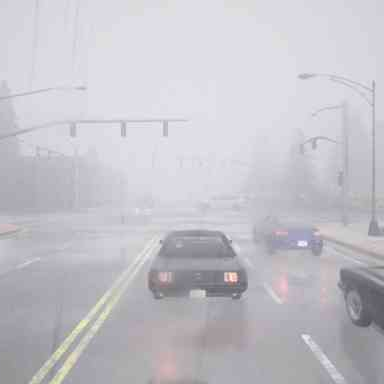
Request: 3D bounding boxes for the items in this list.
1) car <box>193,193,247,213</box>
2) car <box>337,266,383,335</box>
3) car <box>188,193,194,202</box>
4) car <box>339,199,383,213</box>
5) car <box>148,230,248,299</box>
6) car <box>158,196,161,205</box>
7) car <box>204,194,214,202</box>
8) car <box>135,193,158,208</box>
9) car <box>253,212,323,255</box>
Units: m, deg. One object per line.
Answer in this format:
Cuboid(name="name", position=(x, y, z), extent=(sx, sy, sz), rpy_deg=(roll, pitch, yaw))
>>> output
Cuboid(name="car", position=(3.246, 1.222, 36.360), extent=(5.566, 2.045, 2.150), rpy_deg=(0, 0, 4))
Cuboid(name="car", position=(3.614, 1.601, 4.071), extent=(1.895, 1.301, 4.718), rpy_deg=(0, 0, 0))
Cuboid(name="car", position=(0.329, 1.225, 74.954), extent=(2.150, 2.045, 5.566), rpy_deg=(0, 0, 0))
Cuboid(name="car", position=(18.667, 1.477, 36.140), extent=(5.008, 1.535, 1.882), rpy_deg=(0, 0, 0))
Cuboid(name="car", position=(0.099, 1.601, 8.383), extent=(1.895, 1.301, 4.718), rpy_deg=(0, 0, 0))
Cuboid(name="car", position=(-6.809, 1.352, 59.025), extent=(2.097, 1.767, 4.553), rpy_deg=(0, 0, 1))
Cuboid(name="car", position=(3.833, 1.355, 75.059), extent=(2.097, 1.767, 4.553), rpy_deg=(0, 0, 0))
Cuboid(name="car", position=(-6.860, 1.221, 49.014), extent=(2.150, 2.045, 5.566), rpy_deg=(0, 0, 1))
Cuboid(name="car", position=(3.637, 1.526, 13.174), extent=(1.812, 1.442, 4.674), rpy_deg=(0, 0, 0))
